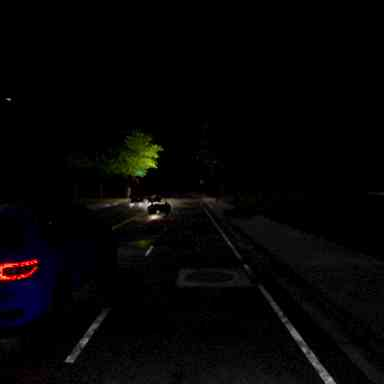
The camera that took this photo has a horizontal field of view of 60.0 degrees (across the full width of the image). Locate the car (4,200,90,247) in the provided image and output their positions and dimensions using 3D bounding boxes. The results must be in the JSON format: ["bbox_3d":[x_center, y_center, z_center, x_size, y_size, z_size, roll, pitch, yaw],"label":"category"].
[{"bbox_3d":[-6.601,1.329,15.780,2.097,1.767,4.553,0,0,0],"label":"car"}]

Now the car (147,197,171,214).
[{"bbox_3d":[-3.154,1.513,33.158,1.895,1.301,4.718,0,0,0],"label":"car"}]

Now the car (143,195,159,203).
[{"bbox_3d":[-6.561,1.254,57.693,2.128,1.511,4.902,0,0,0],"label":"car"}]

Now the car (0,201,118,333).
[{"bbox_3d":[-3.166,1.217,7.020,2.150,2.045,5.566,0,0,0],"label":"car"}]

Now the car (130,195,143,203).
[{"bbox_3d":[-9.799,1.226,59.881,1.882,1.535,5.008,0,0,1],"label":"car"}]

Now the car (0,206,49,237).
[{"bbox_3d":[-9.850,1.534,18.477,1.994,1.385,4.181,0,0,0],"label":"car"}]
